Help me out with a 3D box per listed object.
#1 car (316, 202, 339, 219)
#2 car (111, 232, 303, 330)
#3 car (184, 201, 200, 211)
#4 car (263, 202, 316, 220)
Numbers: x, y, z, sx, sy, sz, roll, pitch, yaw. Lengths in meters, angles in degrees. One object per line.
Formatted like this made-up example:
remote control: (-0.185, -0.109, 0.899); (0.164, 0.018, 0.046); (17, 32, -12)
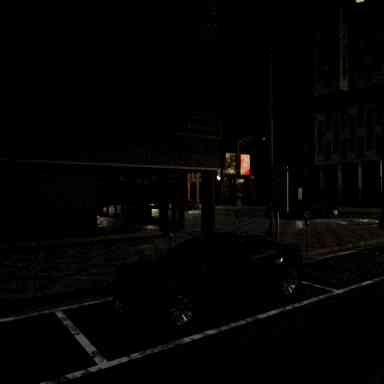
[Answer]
car: (11.721, 1.733, 32.337); (2.128, 1.511, 4.902); (0, -1, -36)
car: (0.521, 1.565, 6.929); (4.313, 1.339, 1.947); (0, 0, -36)
car: (-0.705, 2.053, 49.613); (1.812, 1.442, 4.674); (0, -1, -36)
car: (8.730, 1.793, 30.929); (1.812, 1.442, 4.674); (0, -1, -36)
